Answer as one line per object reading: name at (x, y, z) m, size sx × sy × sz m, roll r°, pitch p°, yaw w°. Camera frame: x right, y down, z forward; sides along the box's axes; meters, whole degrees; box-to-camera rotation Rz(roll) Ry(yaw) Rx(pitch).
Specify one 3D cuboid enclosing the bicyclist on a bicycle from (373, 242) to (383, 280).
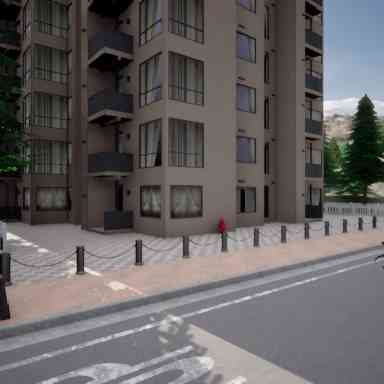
bicyclist on a bicycle at (5.224, 1.454, 8.067) m, size 0.582 × 1.620 × 1.656 m, roll 0°, pitch -2°, yaw -38°
